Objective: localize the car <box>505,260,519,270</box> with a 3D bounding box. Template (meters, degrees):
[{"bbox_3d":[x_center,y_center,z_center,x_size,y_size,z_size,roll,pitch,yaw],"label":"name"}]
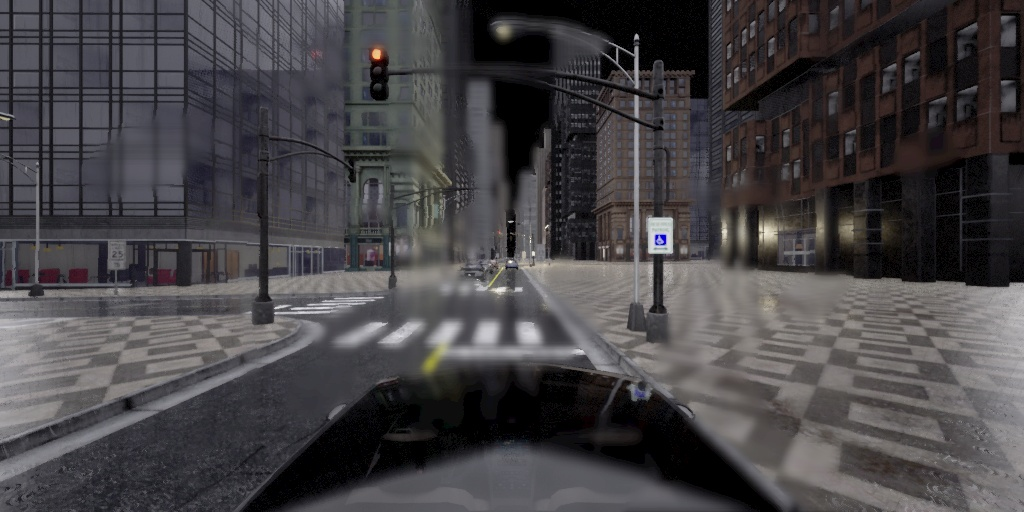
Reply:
[{"bbox_3d":[-0.020,1.326,53.416,1.994,1.385,4.181,0,0,0],"label":"car"}]

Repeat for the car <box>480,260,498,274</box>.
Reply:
[{"bbox_3d":[-3.109,1.245,40.979,2.128,1.511,4.902,0,0,0],"label":"car"}]

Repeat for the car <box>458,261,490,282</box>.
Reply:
[{"bbox_3d":[-3.114,1.314,29.003,1.994,1.385,4.181,0,0,0],"label":"car"}]

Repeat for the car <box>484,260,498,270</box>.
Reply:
[{"bbox_3d":[-3.062,1.288,54.035,1.812,1.442,4.674,0,0,1],"label":"car"}]
